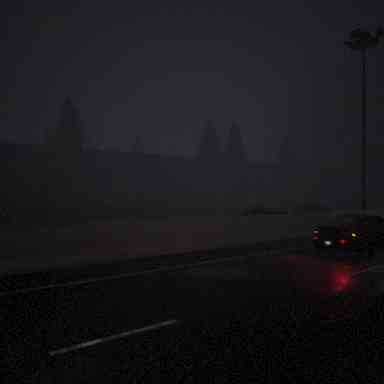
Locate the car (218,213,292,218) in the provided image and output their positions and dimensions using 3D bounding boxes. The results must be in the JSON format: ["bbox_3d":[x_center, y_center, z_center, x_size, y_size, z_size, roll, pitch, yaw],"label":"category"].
[{"bbox_3d":[3.458,1.559,19.347,5.357,1.411,2.033,0,0,-35],"label":"car"}]

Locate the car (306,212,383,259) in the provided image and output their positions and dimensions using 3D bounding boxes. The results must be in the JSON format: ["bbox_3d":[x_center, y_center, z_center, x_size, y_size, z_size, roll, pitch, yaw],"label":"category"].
[{"bbox_3d":[6.512,1.536,12.684,4.674,1.442,1.812,0,0,-35],"label":"car"}]

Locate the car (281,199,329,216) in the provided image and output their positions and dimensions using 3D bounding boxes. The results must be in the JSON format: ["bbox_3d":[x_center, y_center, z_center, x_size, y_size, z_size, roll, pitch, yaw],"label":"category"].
[{"bbox_3d":[11.499,1.516,33.673,4.902,1.511,2.128,0,0,-35],"label":"car"}]
